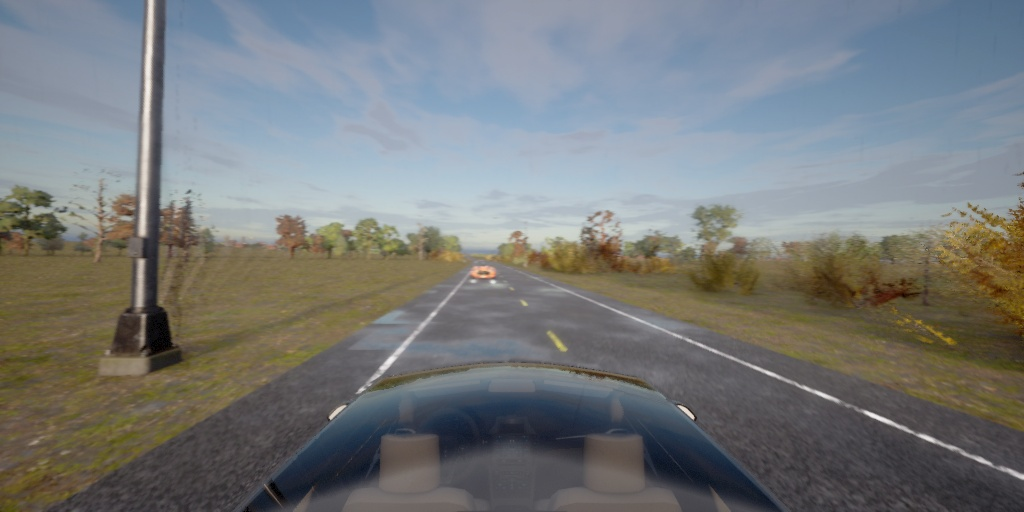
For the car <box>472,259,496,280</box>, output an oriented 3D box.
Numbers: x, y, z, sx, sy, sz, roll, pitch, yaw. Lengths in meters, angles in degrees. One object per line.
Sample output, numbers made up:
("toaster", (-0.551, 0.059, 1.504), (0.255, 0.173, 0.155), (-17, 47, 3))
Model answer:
("car", (-2.635, 1.223, 33.449), (2.097, 1.767, 4.553), (2, 0, -4))
